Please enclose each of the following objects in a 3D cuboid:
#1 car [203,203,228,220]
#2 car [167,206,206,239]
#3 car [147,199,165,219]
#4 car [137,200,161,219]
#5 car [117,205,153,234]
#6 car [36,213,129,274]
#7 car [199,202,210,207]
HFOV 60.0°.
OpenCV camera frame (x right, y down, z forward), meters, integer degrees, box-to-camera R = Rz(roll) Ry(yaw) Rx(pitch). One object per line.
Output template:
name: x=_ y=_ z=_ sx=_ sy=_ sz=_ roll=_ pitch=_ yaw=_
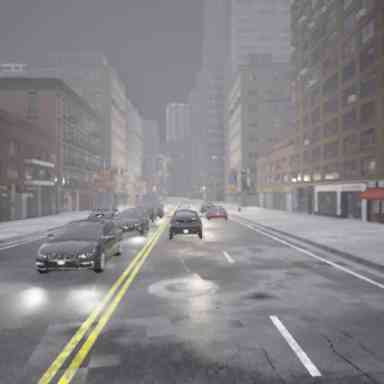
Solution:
car: x=2.429 y=2.058 z=33.389 sx=1.994 sy=1.385 sz=4.181 roll=0 pitch=-1 yaw=-1
car: x=-0.377 y=1.805 z=19.540 sx=1.837 sy=1.490 sz=4.892 roll=0 pitch=-1 yaw=-1
car: x=-4.160 y=1.813 z=35.930 sx=2.150 sy=2.045 sz=5.566 roll=0 pitch=-1 yaw=-1
car: x=-3.937 y=1.676 z=27.883 sx=1.837 sy=1.490 sz=4.892 roll=0 pitch=-1 yaw=-1
car: x=-3.869 y=1.868 z=21.794 sx=1.837 sy=1.490 sz=4.892 roll=0 pitch=-1 yaw=-1
car: x=-3.608 y=1.707 z=11.461 sx=1.837 sy=1.490 sz=4.892 roll=0 pitch=-1 yaw=-1
car: x=2.119 y=2.216 z=46.880 sx=1.837 sy=1.490 sz=4.892 roll=0 pitch=-1 yaw=-1
